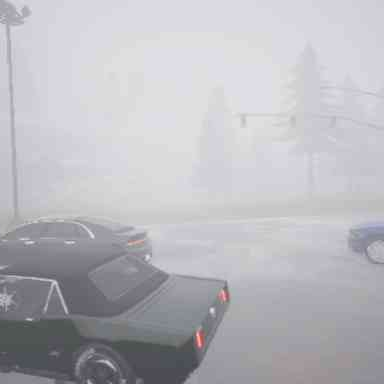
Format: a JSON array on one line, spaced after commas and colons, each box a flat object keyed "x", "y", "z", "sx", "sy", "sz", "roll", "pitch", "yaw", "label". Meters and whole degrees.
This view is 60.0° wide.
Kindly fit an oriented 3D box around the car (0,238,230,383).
[{"x": -1.962, "y": 1.508, "z": 4.535, "sx": 4.718, "sy": 1.301, "sz": 1.895, "roll": -1, "pitch": 2, "yaw": 16, "label": "car"}]

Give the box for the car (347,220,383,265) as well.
[{"x": 6.575, "y": 1.057, "z": 8.226, "sx": 5.008, "sy": 1.535, "sz": 1.882, "roll": 0, "pitch": 1, "yaw": 36, "label": "car"}]

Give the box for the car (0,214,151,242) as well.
[{"x": -3.437, "y": 1.342, "z": 8.313, "sx": 4.892, "sy": 1.490, "sz": 1.837, "roll": -1, "pitch": 0, "yaw": 11, "label": "car"}]
